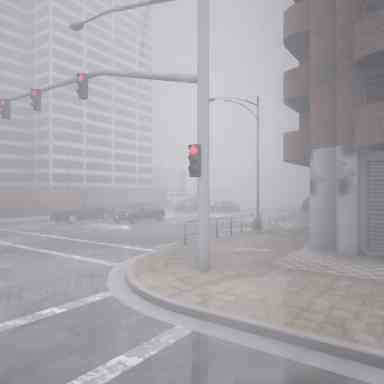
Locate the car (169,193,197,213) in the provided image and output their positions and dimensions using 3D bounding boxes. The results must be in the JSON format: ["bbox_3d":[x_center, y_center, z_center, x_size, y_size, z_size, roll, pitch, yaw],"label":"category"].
[{"bbox_3d":[-0.006,1.352,36.844,2.097,1.767,4.553,0,0,36],"label":"car"}]

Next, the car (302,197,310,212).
[{"bbox_3d":[14.413,1.352,38.755,2.097,1.767,4.553,0,0,35],"label":"car"}]

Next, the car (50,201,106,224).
[{"bbox_3d":[-8.223,1.478,25.253,1.882,1.535,5.008,0,0,35],"label":"car"}]

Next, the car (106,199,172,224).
[{"bbox_3d":[-3.922,1.526,25.242,1.812,1.442,4.674,0,0,35],"label":"car"}]

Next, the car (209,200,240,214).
[{"bbox_3d":[3.476,1.563,35.701,1.994,1.385,4.181,0,0,36],"label":"car"}]
